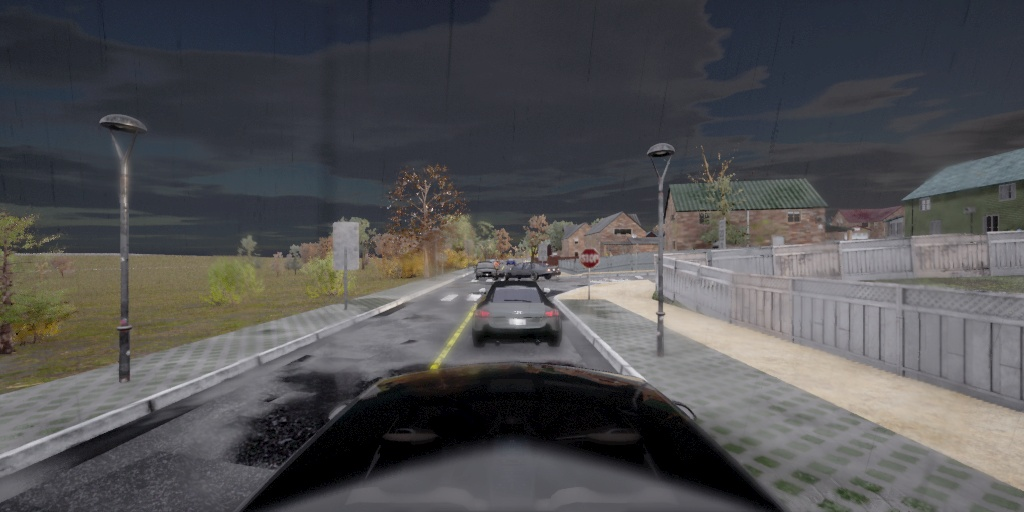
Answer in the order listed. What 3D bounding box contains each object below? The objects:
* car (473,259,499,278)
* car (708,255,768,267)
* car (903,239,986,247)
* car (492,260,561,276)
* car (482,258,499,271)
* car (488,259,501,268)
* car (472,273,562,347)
[{"bbox_3d":[-2.331,1.258,31.212,1.837,1.490,4.892,0,0,-8],"label":"car"},{"bbox_3d":[14.330,0.413,22.723,4.181,1.385,1.994,-3,0,16],"label":"car"},{"bbox_3d":[23.838,-0.208,20.327,4.902,1.511,2.128,-3,0,14],"label":"car"},{"bbox_3d":[1.264,1.198,28.310,5.357,1.411,2.033,-4,-3,43],"label":"car"},{"bbox_3d":[-2.982,1.121,51.028,2.097,1.767,4.553,0,0,0],"label":"car"},{"bbox_3d":[-2.995,1.256,61.065,1.882,1.535,5.008,0,0,0],"label":"car"},{"bbox_3d":[0.082,1.313,9.292,1.994,1.385,4.181,0,0,-1],"label":"car"}]
